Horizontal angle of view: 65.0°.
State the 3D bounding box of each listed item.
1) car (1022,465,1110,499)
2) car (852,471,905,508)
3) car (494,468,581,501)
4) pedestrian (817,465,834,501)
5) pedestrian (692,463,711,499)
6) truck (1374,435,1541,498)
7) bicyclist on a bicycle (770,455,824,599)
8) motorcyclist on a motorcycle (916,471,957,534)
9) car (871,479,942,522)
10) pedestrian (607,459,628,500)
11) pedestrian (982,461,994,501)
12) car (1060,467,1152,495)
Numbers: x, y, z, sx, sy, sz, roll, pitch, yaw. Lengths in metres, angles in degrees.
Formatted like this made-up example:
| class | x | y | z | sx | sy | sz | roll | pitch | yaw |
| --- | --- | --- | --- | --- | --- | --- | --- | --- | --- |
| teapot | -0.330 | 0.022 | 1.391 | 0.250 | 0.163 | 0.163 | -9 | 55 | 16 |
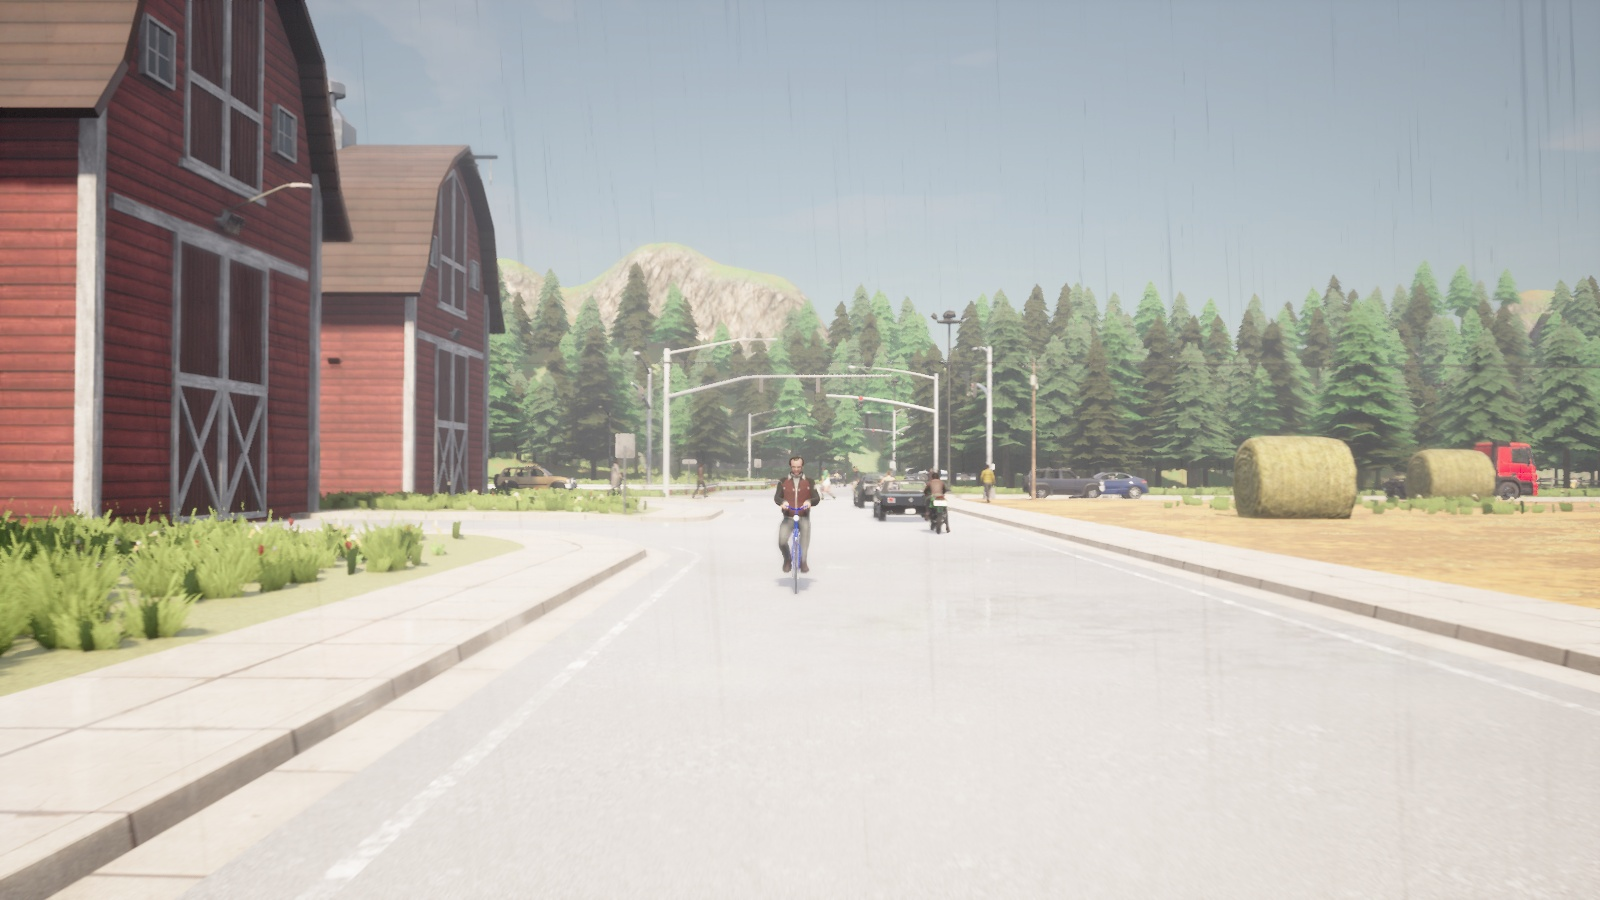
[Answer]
| class | x | y | z | sx | sy | sz | roll | pitch | yaw |
| --- | --- | --- | --- | --- | --- | --- | --- | --- | --- |
| car | 15.148 | 1.824 | 71.738 | 4.605 | 1.855 | 1.932 | 0 | -1 | 1 |
| car | 3.369 | 1.677 | 54.518 | 2.007 | 1.525 | 4.514 | 0 | -1 | 0 |
| car | -15.083 | 1.954 | 72.229 | 4.605 | 1.855 | 1.932 | 0 | -1 | 1 |
| pedestrian | 1.364 | 1.763 | 67.332 | 0.873 | 1.952 | 0.659 | 0 | -1 | 3 |
| pedestrian | -4.956 | 1.557 | 63.268 | 0.869 | 1.805 | 0.328 | 0 | -1 | -32 |
| truck | 37.278 | 0.933 | 71.425 | 7.936 | 3.462 | 2.891 | 0 | -1 | 1 |
| bicyclist on a bicycle | -0.040 | 0.966 | 16.377 | 0.659 | 1.776 | 1.843 | 0 | -1 | 0 |
| motorcyclist on a motorcycle | 3.425 | 1.306 | 31.744 | 0.797 | 1.523 | 2.044 | 0 | -1 | 0 |
| car | 3.400 | 1.598 | 40.737 | 1.895 | 1.301 | 4.718 | 0 | -1 | 0 |
| pedestrian | -8.920 | 1.437 | 61.320 | 0.873 | 1.952 | 0.659 | 0 | -1 | -19 |
| pedestrian | 8.644 | 1.430 | 57.762 | 0.431 | 1.840 | 0.709 | 0 | -1 | 2 |
| car | 18.280 | 1.833 | 75.208 | 5.027 | 1.651 | 2.152 | 0 | -1 | 1 |
